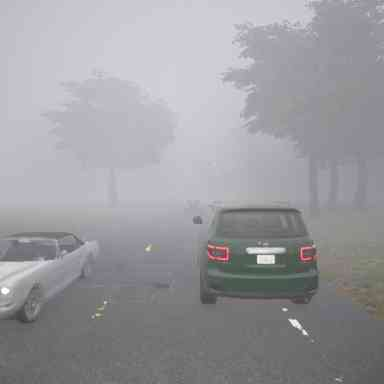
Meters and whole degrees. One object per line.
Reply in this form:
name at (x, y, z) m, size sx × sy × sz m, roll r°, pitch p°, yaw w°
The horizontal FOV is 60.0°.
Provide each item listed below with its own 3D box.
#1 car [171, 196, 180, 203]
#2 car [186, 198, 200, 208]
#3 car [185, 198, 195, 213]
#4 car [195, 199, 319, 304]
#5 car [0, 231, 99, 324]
car at (-3.343, 1.473, 68.847) m, size 2.033 × 1.411 × 5.357 m, roll 0°, pitch 0°, yaw 0°
car at (0.135, 1.559, 47.214) m, size 1.895 × 1.301 × 4.718 m, roll 0°, pitch 0°, yaw 0°
car at (0.161, 1.520, 37.372) m, size 2.033 × 1.411 × 5.357 m, roll 0°, pitch 0°, yaw 1°
car at (1.244, 1.222, 8.253) m, size 2.150 × 2.045 × 5.566 m, roll 0°, pitch 0°, yaw 0°
car at (-3.586, 1.599, 7.249) m, size 1.895 × 1.301 × 4.718 m, roll 0°, pitch 0°, yaw 0°
